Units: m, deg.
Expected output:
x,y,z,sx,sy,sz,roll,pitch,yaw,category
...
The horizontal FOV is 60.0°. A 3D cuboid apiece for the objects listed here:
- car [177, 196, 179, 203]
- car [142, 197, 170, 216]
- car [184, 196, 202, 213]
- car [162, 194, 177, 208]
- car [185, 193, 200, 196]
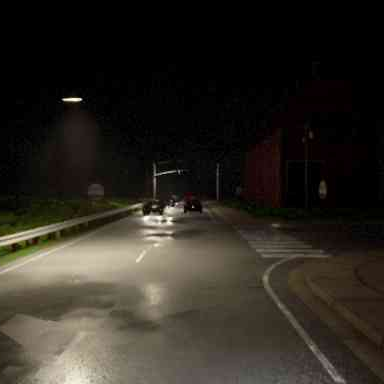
x,y,z,sx,sy,sz,roll,pitch,yaw,category
-3.494,1.466,65.415,2.033,1.411,5.357,0,0,0,car
-3.593,1.474,32.379,2.033,1.411,5.357,0,0,0,car
0.102,1.482,36.266,1.994,1.385,4.181,0,0,0,car
-3.577,1.246,46.995,2.097,1.767,4.553,0,0,0,car
0.105,1.100,54.034,2.150,2.045,5.566,0,0,0,car
